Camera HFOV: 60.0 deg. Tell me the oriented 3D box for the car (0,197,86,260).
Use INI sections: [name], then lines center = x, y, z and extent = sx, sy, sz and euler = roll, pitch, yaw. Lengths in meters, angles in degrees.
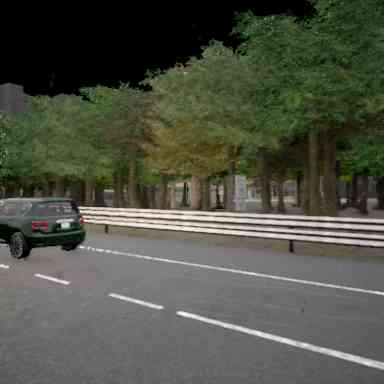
[car]
center = -6.451, 1.228, 12.786
extent = 5.566, 2.045, 2.150
euler = 0, 0, 36
